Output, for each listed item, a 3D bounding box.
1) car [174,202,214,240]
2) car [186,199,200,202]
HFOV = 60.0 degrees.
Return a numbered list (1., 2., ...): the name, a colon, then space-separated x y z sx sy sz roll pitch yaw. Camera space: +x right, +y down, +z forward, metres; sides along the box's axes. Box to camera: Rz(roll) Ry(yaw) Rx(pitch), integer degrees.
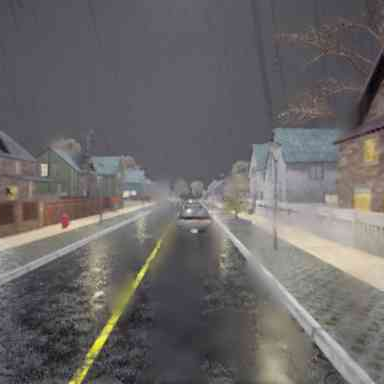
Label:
1. car: 0.099 1.486 16.875 2.128 1.511 4.902 0 0 0
2. car: 0.098 1.522 36.801 2.128 1.511 4.902 0 0 0
